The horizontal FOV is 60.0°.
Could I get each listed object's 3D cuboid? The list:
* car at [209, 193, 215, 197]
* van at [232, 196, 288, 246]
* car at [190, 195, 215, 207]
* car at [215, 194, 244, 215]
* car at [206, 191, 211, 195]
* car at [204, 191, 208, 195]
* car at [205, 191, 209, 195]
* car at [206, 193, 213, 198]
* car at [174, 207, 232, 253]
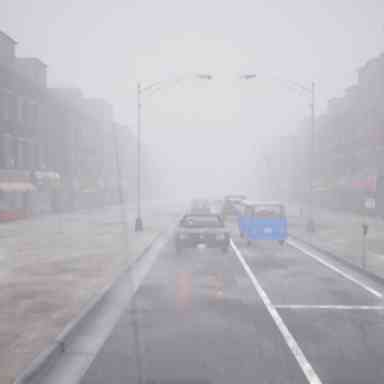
[{"bbox_3d":[3.694,1.208,47.709,1.802,1.307,4.206,-1,0,1],"label":"car"},{"bbox_3d":[2.929,1.235,14.522,1.690,1.788,3.998,-1,0,1],"label":"van"},{"bbox_3d":[0.790,1.295,31.093,2.033,1.411,5.357,0,0,1],"label":"car"},{"bbox_3d":[3.182,1.120,25.583,2.192,1.841,5.009,-1,0,1],"label":"car"},{"bbox_3d":[3.950,1.062,58.940,1.752,1.417,4.829,-1,0,1],"label":"car"},{"bbox_3d":[4.327,0.973,75.363,1.947,1.339,4.313,-1,0,1],"label":"car"},{"bbox_3d":[4.073,1.045,64.301,2.008,1.369,4.403,-1,0,1],"label":"car"},{"bbox_3d":[4.581,0.903,86.425,1.802,1.307,4.206,-1,0,1],"label":"car"},{"bbox_3d":[0.380,1.493,13.208,1.895,1.301,4.718,0,0,1],"label":"car"}]
